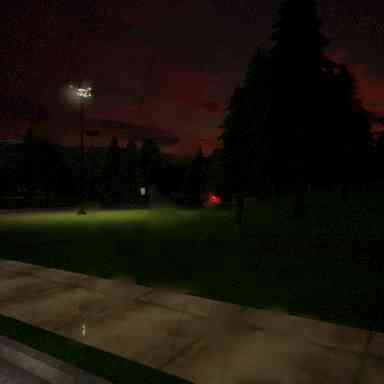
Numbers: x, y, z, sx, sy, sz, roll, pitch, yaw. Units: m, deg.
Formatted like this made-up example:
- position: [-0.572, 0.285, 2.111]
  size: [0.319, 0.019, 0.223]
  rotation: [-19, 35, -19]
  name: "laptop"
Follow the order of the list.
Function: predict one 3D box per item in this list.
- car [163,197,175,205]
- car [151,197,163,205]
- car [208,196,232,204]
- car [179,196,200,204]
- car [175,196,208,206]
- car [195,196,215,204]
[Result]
- position: [-2.439, 1.564, 56.566]
  size: [1.994, 1.385, 4.181]
  rotation: [0, 0, 34]
  name: "car"
- position: [-5.369, 1.564, 58.480]
  size: [1.994, 1.385, 4.181]
  rotation: [0, 0, 34]
  name: "car"
- position: [5.470, 1.221, 62.405]
  size: [2.150, 2.045, 5.566]
  rotation: [0, 0, 33]
  name: "car"
- position: [-0.412, 1.525, 66.201]
  size: [1.812, 1.442, 4.674]
  rotation: [0, 0, 33]
  name: "car"
- position: [0.003, 1.491, 53.917]
  size: [2.128, 1.511, 4.902]
  rotation: [0, 0, 34]
  name: "car"
- position: [2.521, 1.525, 64.290]
  size: [1.812, 1.442, 4.674]
  rotation: [0, 0, 33]
  name: "car"
